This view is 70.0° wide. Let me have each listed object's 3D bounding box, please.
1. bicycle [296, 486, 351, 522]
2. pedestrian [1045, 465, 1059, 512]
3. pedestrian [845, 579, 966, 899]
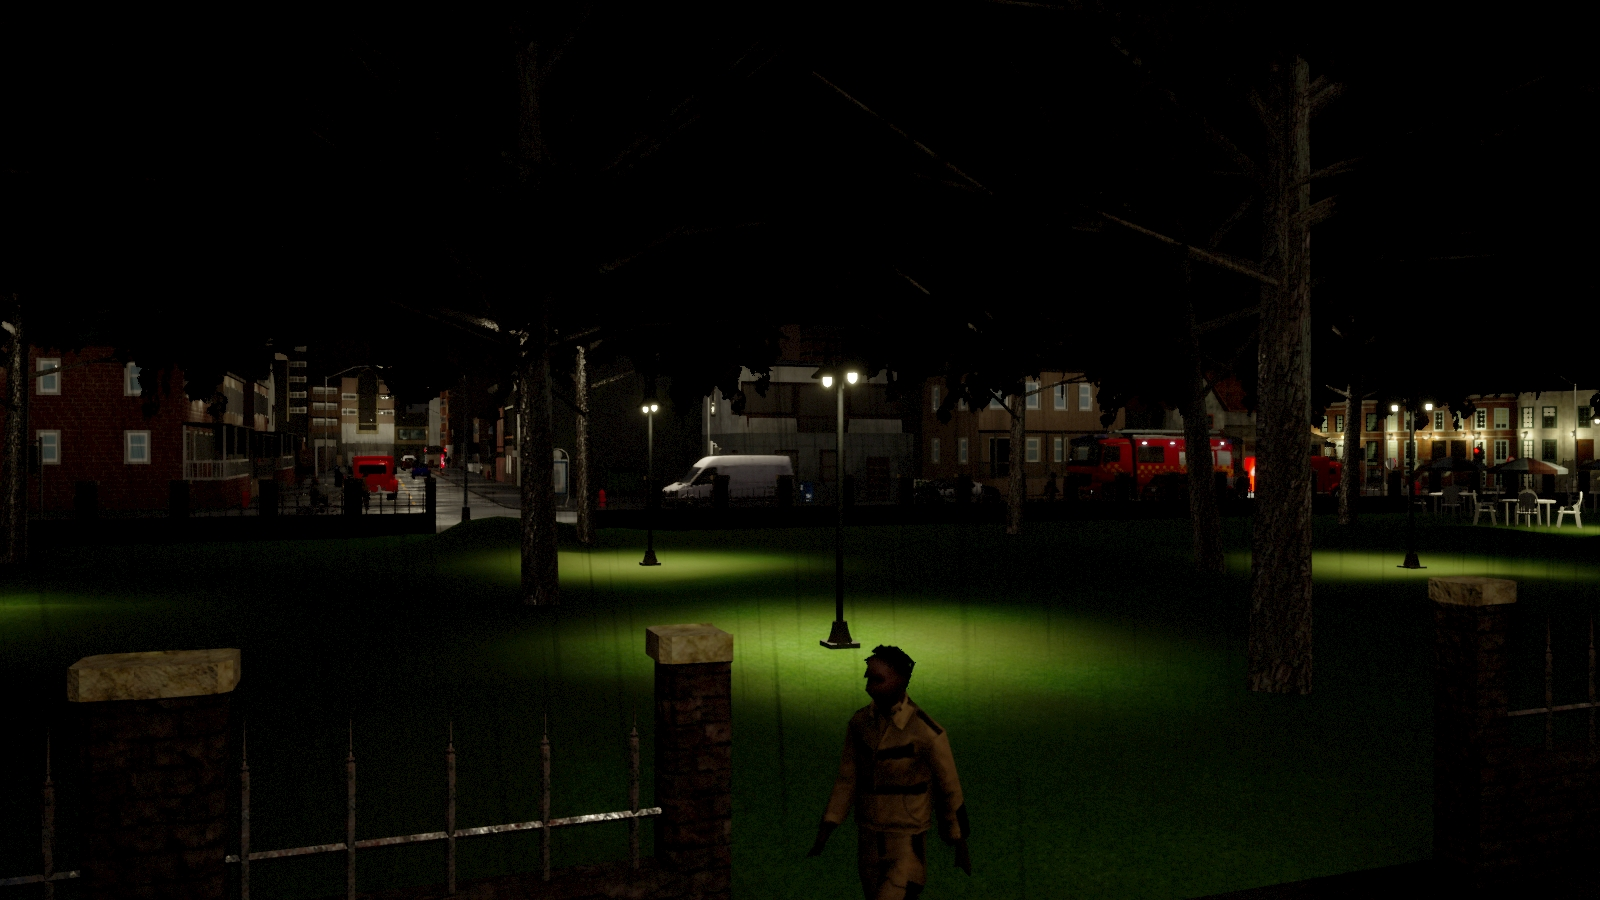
[{"bbox_3d":[-17.284,1.940,41.469,1.835,1.271,0.329,0,0,-20],"label":"bicycle"},{"bbox_3d":[10.103,1.525,45.805,0.375,1.860,0.375,0,0,-19],"label":"pedestrian"},{"bbox_3d":[0.463,1.525,5.003,0.375,1.860,0.375,0,0,42],"label":"pedestrian"}]
